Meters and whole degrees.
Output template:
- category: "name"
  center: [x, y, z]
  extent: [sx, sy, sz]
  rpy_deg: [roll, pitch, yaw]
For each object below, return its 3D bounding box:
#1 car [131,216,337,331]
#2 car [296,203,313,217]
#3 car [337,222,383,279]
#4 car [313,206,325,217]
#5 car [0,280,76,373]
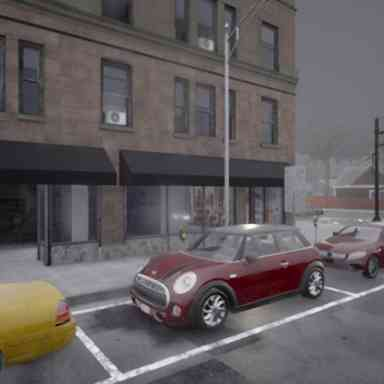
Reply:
- category: "car"
  center: [0.828, 1.436, 6.779]
  extent: [4.097, 1.590, 1.967]
  rpy_deg: [0, 0, -36]
- category: "car"
  center: [7.754, 1.618, 29.000]
  extent: [1.812, 1.442, 4.674]
  rpy_deg: [0, 0, -36]
- category: "car"
  center: [5.317, 1.574, 9.989]
  extent: [4.206, 1.307, 1.802]
  rpy_deg: [0, 0, -36]
- category: "car"
  center: [10.194, 1.654, 31.176]
  extent: [1.994, 1.385, 4.181]
  rpy_deg: [0, 0, -36]
- category: "car"
  center: [-3.800, 1.526, 3.470]
  extent: [4.829, 1.417, 1.752]
  rpy_deg: [0, 0, -36]
